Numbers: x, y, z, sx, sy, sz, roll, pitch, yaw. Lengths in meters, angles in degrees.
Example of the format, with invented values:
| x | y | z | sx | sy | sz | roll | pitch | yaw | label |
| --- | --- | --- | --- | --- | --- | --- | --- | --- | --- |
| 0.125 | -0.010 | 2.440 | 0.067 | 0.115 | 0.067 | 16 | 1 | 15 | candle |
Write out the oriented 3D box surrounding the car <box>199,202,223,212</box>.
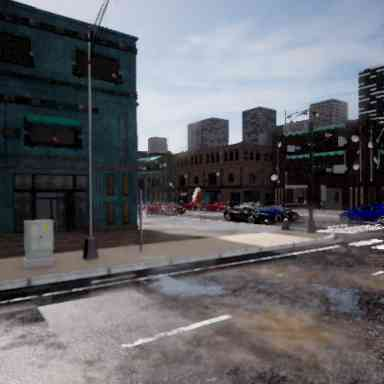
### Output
| x | y | z | sx | sy | sz | roll | pitch | yaw | label |
| --- | --- | --- | --- | --- | --- | --- | --- | --- | --- |
| 3.286 | 1.960 | 43.470 | 1.802 | 1.307 | 4.206 | -1 | 0 | -35 | car |

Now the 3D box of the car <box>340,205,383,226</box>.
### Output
| x | y | z | sx | sy | sz | roll | pitch | yaw | label |
| --- | --- | --- | --- | --- | --- | --- | --- | --- | --- |
| 13.302 | 1.667 | 24.628 | 1.812 | 1.442 | 4.674 | 0 | -1 | -30 | car |

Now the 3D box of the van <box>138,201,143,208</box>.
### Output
| x | y | z | sx | sy | sz | roll | pitch | yaw | label |
| --- | --- | --- | --- | --- | --- | --- | --- | --- | --- |
| -9.559 | 1.962 | 61.506 | 1.690 | 1.788 | 3.998 | -1 | 0 | -35 | van |

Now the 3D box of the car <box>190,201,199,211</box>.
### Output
| x | y | z | sx | sy | sz | roll | pitch | yaw | label |
| --- | --- | --- | --- | --- | --- | --- | --- | --- | --- |
| 0.077 | 2.022 | 47.979 | 1.802 | 1.307 | 4.206 | -1 | 0 | -35 | car |

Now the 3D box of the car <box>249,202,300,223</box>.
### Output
| x | y | z | sx | sy | sz | roll | pitch | yaw | label |
| --- | --- | --- | --- | --- | --- | --- | --- | --- | --- |
| 7.030 | 1.822 | 28.237 | 1.994 | 1.385 | 4.181 | -1 | 0 | -36 | car |

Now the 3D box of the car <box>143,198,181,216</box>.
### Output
| x | y | z | sx | sy | sz | roll | pitch | yaw | label |
| --- | --- | --- | --- | --- | --- | --- | --- | --- | --- |
| -3.543 | 1.885 | 38.608 | 1.967 | 1.590 | 4.097 | -1 | 0 | -35 | car |

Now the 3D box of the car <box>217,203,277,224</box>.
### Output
| x | y | z | sx | sy | sz | roll | pitch | yaw | label |
| --- | --- | --- | --- | --- | --- | --- | --- | --- | --- |
| 4.408 | 1.854 | 27.233 | 1.947 | 1.339 | 4.313 | -1 | 0 | -35 | car |

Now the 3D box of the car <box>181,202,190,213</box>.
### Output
| x | y | z | sx | sy | sz | roll | pitch | yaw | label |
| --- | --- | --- | --- | --- | --- | --- | --- | --- | --- |
| -2.539 | 2.009 | 41.690 | 1.994 | 1.385 | 4.181 | -1 | 0 | -35 | car |
